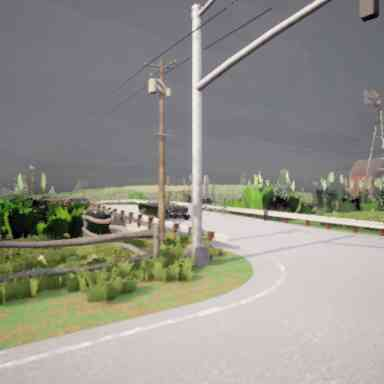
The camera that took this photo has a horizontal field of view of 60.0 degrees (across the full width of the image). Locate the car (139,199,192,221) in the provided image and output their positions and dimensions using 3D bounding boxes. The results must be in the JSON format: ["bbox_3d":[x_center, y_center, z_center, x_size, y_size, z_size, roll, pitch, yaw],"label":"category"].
[{"bbox_3d":[-1.852,1.155,22.413,1.895,1.301,4.718,0,3,-32],"label":"car"}]
